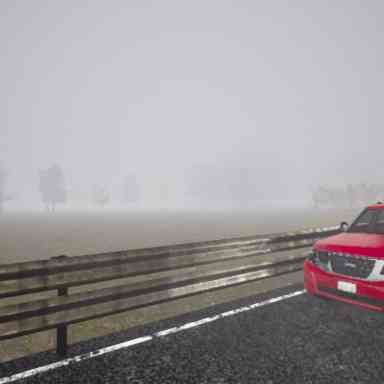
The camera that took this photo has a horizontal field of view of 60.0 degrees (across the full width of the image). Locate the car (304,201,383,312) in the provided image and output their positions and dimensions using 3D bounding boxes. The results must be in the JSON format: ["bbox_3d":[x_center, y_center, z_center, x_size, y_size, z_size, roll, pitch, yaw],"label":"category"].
[{"bbox_3d":[4.786,1.227,7.205,5.566,2.045,2.150,0,0,-37],"label":"car"}]
